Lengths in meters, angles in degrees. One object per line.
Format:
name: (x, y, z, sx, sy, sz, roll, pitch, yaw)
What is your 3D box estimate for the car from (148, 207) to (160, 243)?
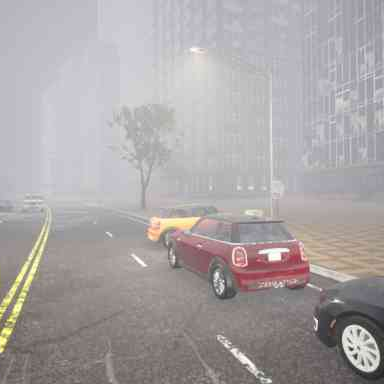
car: (0.424, 1.276, 14.373, 4.553, 1.767, 2.097, -3, 1, -18)

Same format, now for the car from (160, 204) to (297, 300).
car: (0.905, 1.355, 8.810, 2.097, 1.767, 4.553, 0, 0, -22)

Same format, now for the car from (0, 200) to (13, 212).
car: (-21.705, 1.602, 38.048, 1.994, 1.385, 4.181, 0, 0, -24)

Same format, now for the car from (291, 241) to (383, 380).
car: (3.629, 1.505, 3.334, 1.837, 1.490, 4.892, 0, 0, -35)

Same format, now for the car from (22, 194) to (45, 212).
car: (-18.722, 1.262, 39.338, 2.150, 2.045, 5.566, 0, 0, -24)
